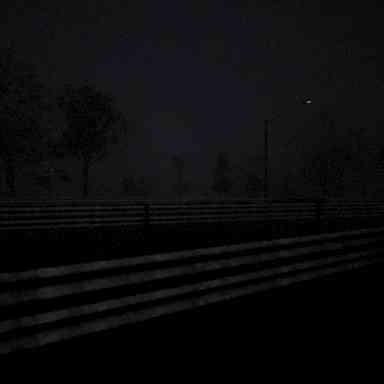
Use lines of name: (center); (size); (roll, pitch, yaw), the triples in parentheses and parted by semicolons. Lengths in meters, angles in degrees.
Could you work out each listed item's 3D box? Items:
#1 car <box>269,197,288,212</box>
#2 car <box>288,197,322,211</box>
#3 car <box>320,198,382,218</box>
car: (9.861, 1.228, 33.059); (4.892, 1.490, 1.837); (0, 0, -23)
car: (11.447, 1.227, 29.929); (4.892, 1.490, 1.837); (0, 0, -23)
car: (13.043, 1.323, 26.829); (4.718, 1.301, 1.895); (0, 0, -23)
